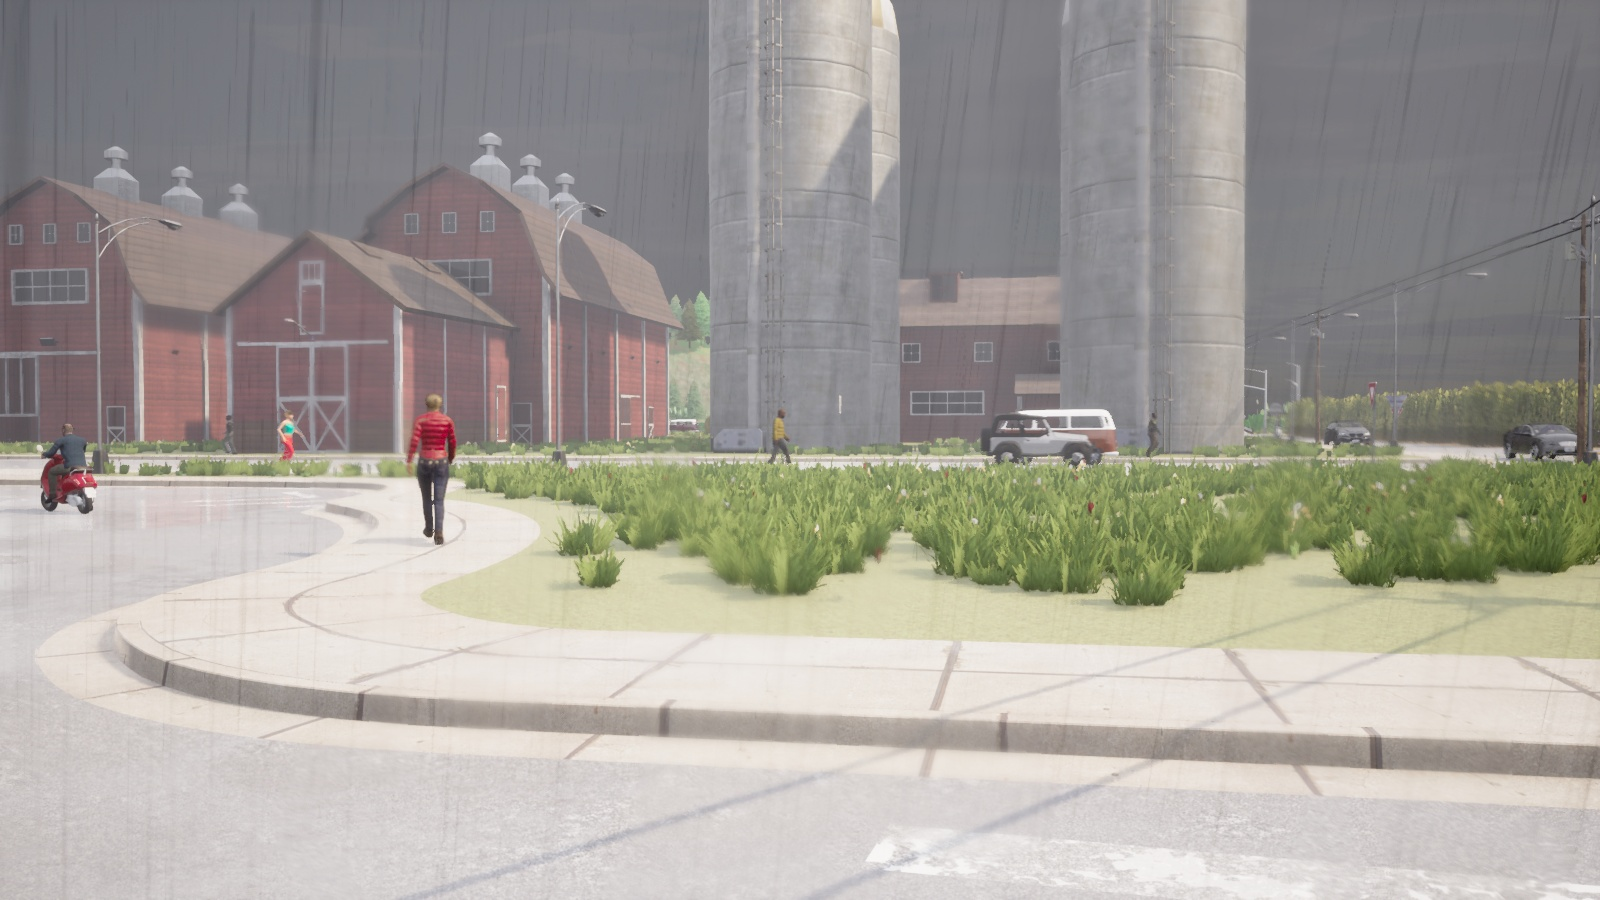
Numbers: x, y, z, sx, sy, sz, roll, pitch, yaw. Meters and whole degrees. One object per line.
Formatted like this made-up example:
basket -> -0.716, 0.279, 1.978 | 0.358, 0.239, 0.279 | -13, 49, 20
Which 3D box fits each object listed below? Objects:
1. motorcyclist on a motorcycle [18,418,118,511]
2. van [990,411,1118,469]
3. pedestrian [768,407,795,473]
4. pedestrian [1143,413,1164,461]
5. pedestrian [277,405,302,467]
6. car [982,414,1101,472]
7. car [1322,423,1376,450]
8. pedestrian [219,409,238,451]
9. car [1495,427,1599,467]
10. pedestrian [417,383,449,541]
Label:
motorcyclist on a motorcycle -> -13.023, 0.229, 22.324 | 1.817, 1.590, 0.866 | 1, 2, 36
van -> 9.260, -0.392, 46.038 | 4.480, 2.038, 2.069 | 1, 1, 10
pedestrian -> -0.523, -0.277, 35.072 | 0.726, 1.835, 0.370 | 0, 1, 3
pedestrian -> 14.058, -0.519, 49.939 | 0.692, 1.930, 0.395 | 0, 1, 3
pedestrian -> -15.242, -0.409, 37.503 | 0.594, 1.836, 0.345 | 0, 1, 7
car -> 8.172, -0.253, 42.675 | 3.866, 1.878, 1.905 | 1, 1, 10
car -> 36.057, -0.915, 82.601 | 2.242, 1.667, 4.611 | 1, 1, 10
pedestrian -> -26.256, -0.908, 57.704 | 0.666, 1.930, 0.402 | 0, 1, -3
car -> 30.161, -0.149, 50.815 | 2.128, 1.511, 4.902 | 1, 1, 11
pedestrian -> -4.387, 0.136, 14.997 | 0.331, 1.846, 0.636 | 0, 1, -19
